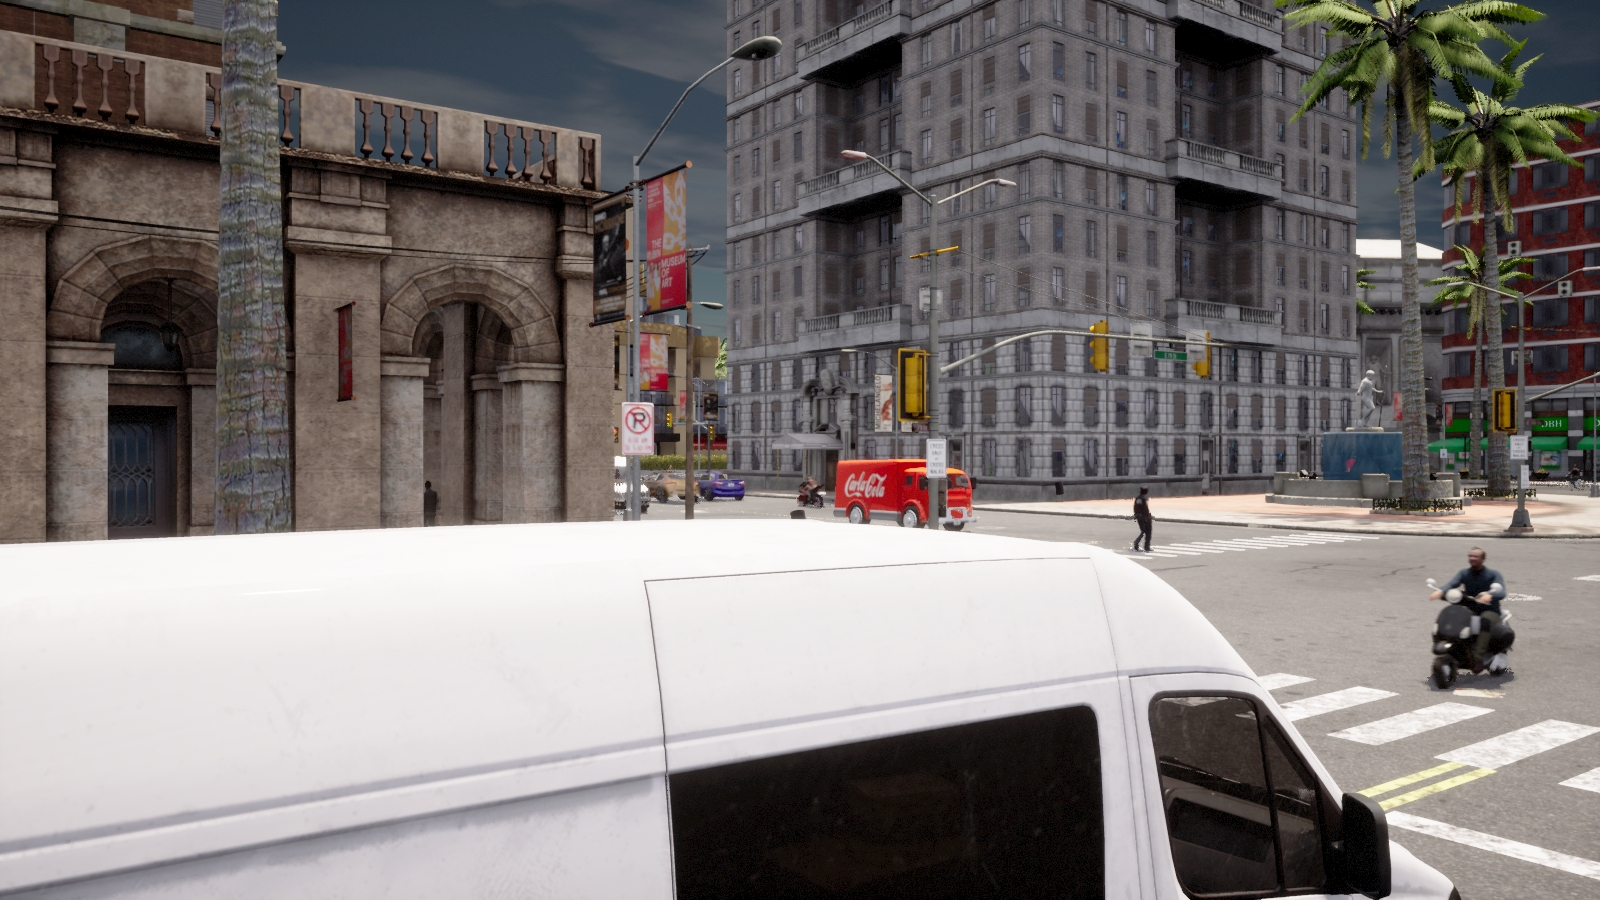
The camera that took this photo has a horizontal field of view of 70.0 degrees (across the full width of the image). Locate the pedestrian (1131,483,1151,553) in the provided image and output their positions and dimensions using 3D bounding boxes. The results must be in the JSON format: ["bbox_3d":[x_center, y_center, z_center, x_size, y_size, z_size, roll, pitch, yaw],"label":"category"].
[{"bbox_3d":[9.253,1.839,31.017,0.375,1.860,0.375,0,0,-31],"label":"pedestrian"}]

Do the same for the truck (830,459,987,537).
[{"bbox_3d":[3.650,1.565,39.540,2.627,2.467,5.204,0,0,-35],"label":"truck"}]

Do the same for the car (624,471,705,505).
[{"bbox_3d":[-7.288,1.980,61.091,2.152,1.651,5.027,0,0,-36],"label":"car"}]

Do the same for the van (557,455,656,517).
[{"bbox_3d":[-8.715,1.525,51.026,1.988,2.561,5.915,0,0,-35],"label":"van"}]

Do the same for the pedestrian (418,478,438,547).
[{"bbox_3d":[-10.127,1.693,31.101,0.375,1.860,0.375,0,0,-44],"label":"pedestrian"}]

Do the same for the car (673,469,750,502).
[{"bbox_3d":[-4.974,1.955,63.788,2.242,1.667,4.611,0,0,-35],"label":"car"}]

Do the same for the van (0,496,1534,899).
[{"bbox_3d":[0.019,1.533,3.806,5.915,2.561,1.988,0,0,-35],"label":"van"}]

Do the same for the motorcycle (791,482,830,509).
[{"bbox_3d":[0.499,2.192,55.530,0.867,1.251,2.209,0,0,-31],"label":"motorcycle"}]
